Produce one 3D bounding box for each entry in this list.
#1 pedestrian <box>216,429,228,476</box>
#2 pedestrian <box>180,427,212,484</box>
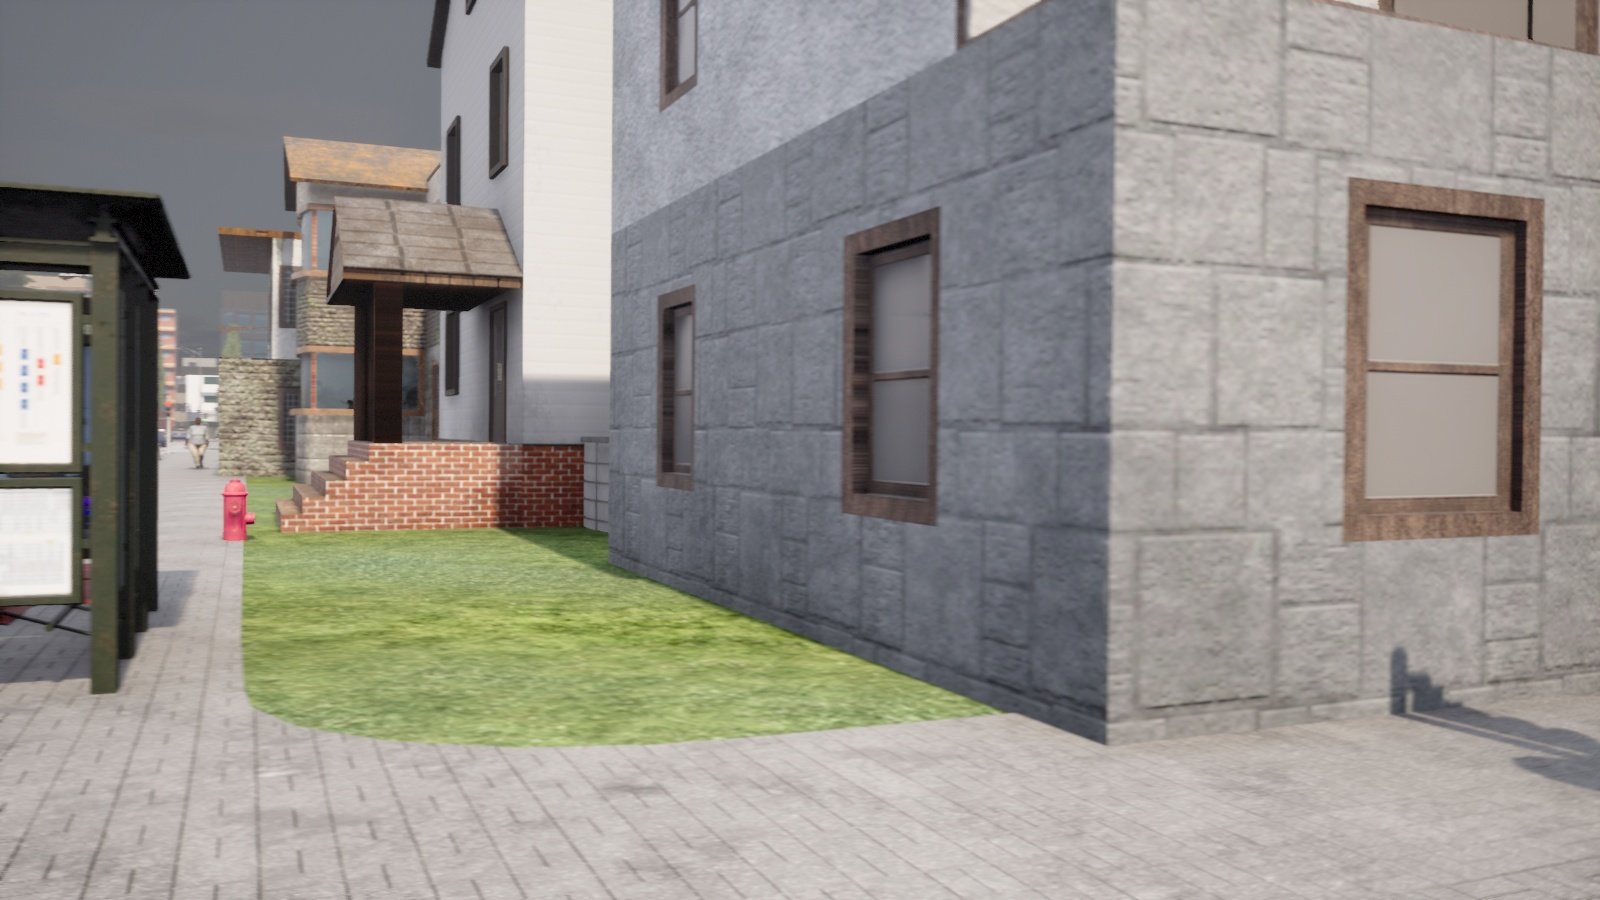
[{"bbox_3d":[-23.976,0.090,52.087,0.396,1.930,0.692,-1,1,-23],"label":"pedestrian"},{"bbox_3d":[-20.257,0.180,42.129,0.874,1.855,0.900,-1,1,-23],"label":"pedestrian"}]
